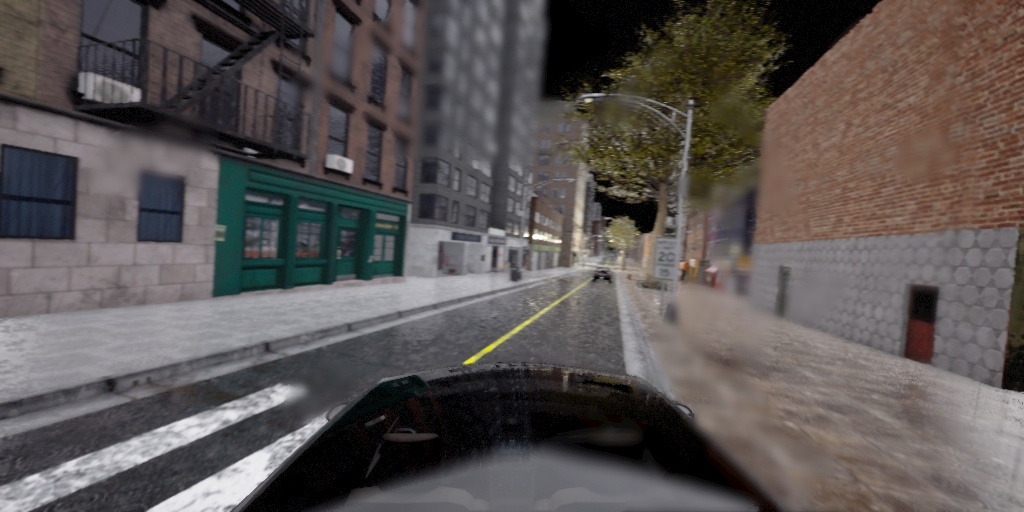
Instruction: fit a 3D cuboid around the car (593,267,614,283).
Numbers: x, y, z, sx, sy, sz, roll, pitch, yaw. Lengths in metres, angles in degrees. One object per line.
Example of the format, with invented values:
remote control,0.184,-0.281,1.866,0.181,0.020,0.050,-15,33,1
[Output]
car,9.600,1.967,37.918,1.837,1.490,4.892,5,0,16
